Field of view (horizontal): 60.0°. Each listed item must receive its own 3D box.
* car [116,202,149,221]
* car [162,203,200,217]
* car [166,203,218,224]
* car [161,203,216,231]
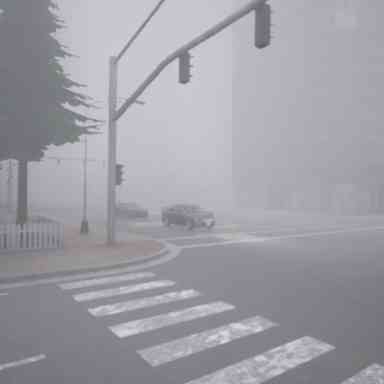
[{"bbox_3d":[-5.659,1.706,30.297,1.882,1.535,5.008,1,-1,-35],"label":"car"},{"bbox_3d":[-1.307,1.924,36.527,1.895,1.301,4.718,1,-1,-36],"label":"car"},{"bbox_3d":[-0.086,1.751,28.479,1.882,1.535,5.008,1,-1,-35],"label":"car"},{"bbox_3d":[-0.318,1.718,22.687,2.128,1.511,4.902,1,-1,-34],"label":"car"}]
